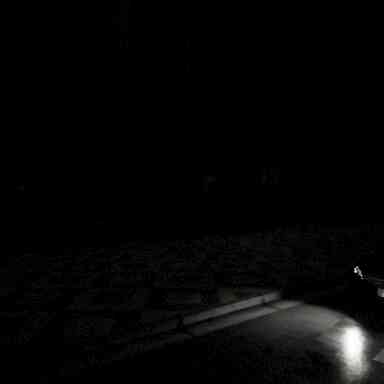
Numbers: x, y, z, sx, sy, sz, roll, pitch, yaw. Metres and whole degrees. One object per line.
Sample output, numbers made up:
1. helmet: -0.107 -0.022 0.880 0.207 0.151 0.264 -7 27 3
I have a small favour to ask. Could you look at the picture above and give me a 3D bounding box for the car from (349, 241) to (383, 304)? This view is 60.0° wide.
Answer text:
1. car: 5.297 1.522 7.159 4.674 1.442 1.812 0 0 -35
